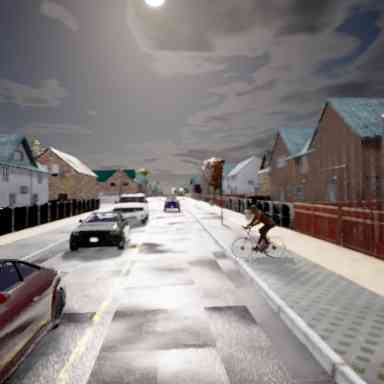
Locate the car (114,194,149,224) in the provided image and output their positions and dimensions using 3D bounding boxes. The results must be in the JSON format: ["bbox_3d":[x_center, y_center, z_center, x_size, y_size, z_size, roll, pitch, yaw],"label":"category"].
[{"bbox_3d":[-4.356,1.154,24.496,2.150,2.045,5.566,-1,0,-4],"label":"car"}]

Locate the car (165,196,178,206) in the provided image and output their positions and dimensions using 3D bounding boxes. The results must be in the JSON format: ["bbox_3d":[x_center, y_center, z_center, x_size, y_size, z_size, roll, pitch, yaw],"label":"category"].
[{"bbox_3d":[-3.141,1.371,51.297,1.812,1.442,4.674,-1,0,-3],"label":"car"}]

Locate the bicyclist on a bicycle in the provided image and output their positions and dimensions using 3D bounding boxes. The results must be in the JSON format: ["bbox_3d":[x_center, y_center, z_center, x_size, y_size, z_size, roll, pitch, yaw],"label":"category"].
[{"bbox_3d":[1.996,1.216,9.978,1.656,1.620,0.582,0,0,-4],"label":"bicyclist on a bicycle"}]

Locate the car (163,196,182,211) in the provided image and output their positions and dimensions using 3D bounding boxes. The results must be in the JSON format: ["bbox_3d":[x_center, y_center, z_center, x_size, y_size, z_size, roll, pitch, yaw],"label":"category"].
[{"bbox_3d":[-2.269,1.390,37.852,1.812,1.442,4.674,-1,0,-4],"label":"car"}]

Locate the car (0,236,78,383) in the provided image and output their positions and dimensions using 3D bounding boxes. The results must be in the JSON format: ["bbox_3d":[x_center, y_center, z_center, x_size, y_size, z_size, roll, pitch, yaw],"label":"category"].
[{"bbox_3d":[-3.041,1.578,4.058,1.994,1.385,4.181,-1,0,-4],"label":"car"}]

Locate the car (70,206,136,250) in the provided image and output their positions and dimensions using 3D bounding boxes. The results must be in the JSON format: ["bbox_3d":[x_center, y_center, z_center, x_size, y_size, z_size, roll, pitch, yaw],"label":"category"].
[{"bbox_3d":[-3.690,1.533,13.978,1.994,1.385,4.181,-1,0,-5],"label":"car"}]
